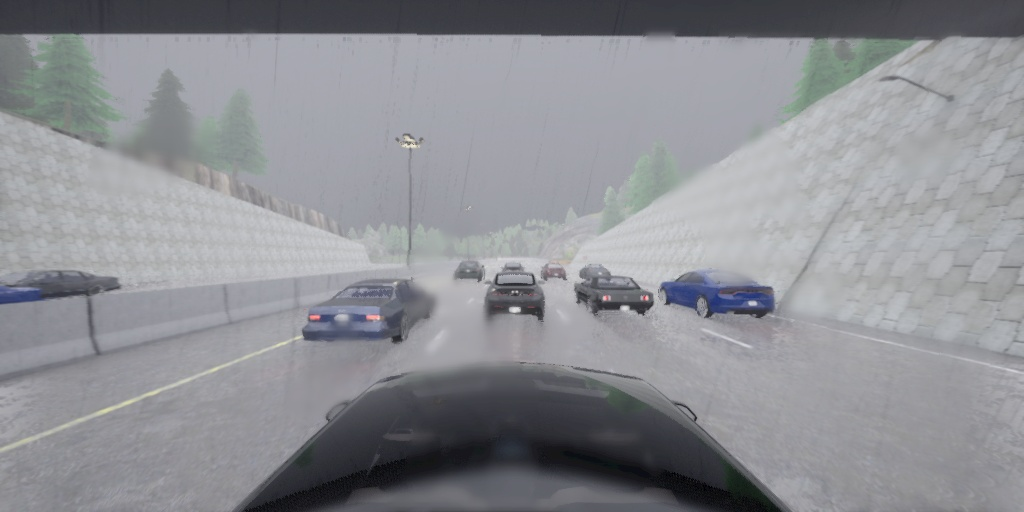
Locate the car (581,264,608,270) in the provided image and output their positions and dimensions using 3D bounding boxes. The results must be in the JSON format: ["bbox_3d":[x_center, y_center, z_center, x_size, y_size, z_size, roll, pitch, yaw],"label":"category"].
[{"bbox_3d":[7.087,1.373,30.946,1.994,1.385,4.181,0,0,0],"label":"car"}]

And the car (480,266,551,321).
[{"bbox_3d":[0.096,1.276,12.533,1.837,1.490,4.892,0,0,0],"label":"car"}]

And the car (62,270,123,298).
[{"bbox_3d":[-21.068,1.326,16.089,2.033,1.411,5.357,0,0,0],"label":"car"}]

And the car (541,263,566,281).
[{"bbox_3d":[3.574,1.335,31.307,1.812,1.442,4.674,0,0,0],"label":"car"}]

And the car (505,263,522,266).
[{"bbox_3d":[0.088,1.312,30.207,1.837,1.490,4.892,0,0,0],"label":"car"}]

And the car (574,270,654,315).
[{"bbox_3d":[3.595,1.375,13.630,1.895,1.301,4.718,0,0,0],"label":"car"}]

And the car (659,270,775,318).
[{"bbox_3d":[7.096,1.251,13.048,1.882,1.535,5.008,0,0,0],"label":"car"}]

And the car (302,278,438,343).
[{"bbox_3d":[-3.403,1.314,9.740,2.033,1.411,5.357,0,0,0],"label":"car"}]

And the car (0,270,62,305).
[{"bbox_3d":[-14.093,1.240,7.923,1.882,1.535,5.008,0,0,0],"label":"car"}]

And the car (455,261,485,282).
[{"bbox_3d":[-3.411,1.159,29.903,2.097,1.767,4.553,0,0,0],"label":"car"}]
